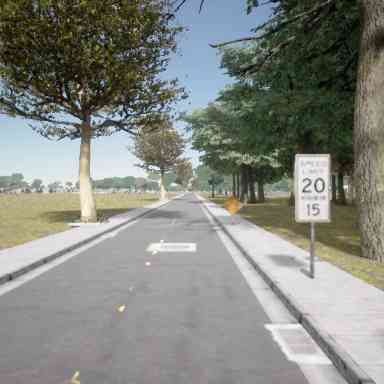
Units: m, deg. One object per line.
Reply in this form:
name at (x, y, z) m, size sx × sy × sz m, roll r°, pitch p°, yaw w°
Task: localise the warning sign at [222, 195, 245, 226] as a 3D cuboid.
warning sign at (2.519, 1.111, 20.448) m, size 1.300 × 1.860 × 1.060 m, roll 0°, pitch 0°, yaw 0°
